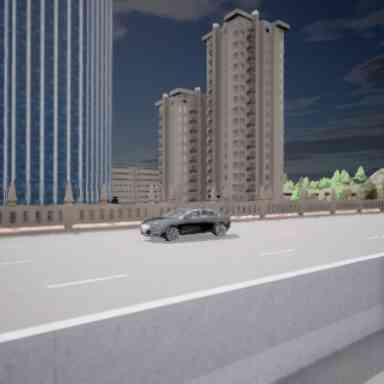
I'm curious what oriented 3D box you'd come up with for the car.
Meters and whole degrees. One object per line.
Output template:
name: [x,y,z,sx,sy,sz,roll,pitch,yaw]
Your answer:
car: [-0.201,1.531,16.747,4.902,1.511,2.128,0,0,-35]
